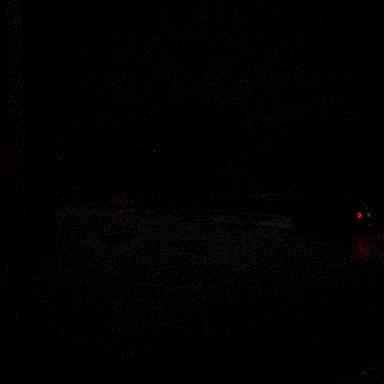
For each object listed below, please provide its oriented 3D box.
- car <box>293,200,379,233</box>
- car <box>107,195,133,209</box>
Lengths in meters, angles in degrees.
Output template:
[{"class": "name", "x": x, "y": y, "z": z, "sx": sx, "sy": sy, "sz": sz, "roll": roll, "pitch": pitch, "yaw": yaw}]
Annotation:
[{"class": "car", "x": 8.209, "y": 1.247, "z": 19.471, "sx": 2.097, "sy": 1.767, "sz": 4.553, "roll": -2, "pitch": 1, "yaw": -36}, {"class": "car", "x": -9.655, "y": 1.240, "z": 44.402, "sx": 2.097, "sy": 1.767, "sz": 4.553, "roll": -2, "pitch": 1, "yaw": -36}]
